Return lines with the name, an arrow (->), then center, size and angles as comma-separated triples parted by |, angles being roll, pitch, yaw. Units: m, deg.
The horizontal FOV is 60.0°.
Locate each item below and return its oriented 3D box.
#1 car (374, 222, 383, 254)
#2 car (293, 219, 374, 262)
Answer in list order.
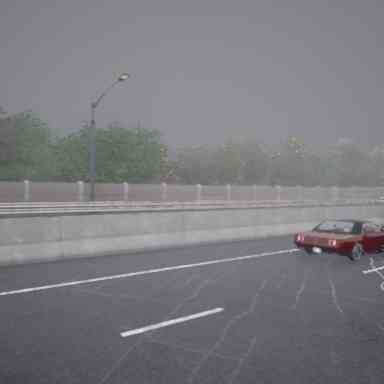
car -> 7.612, 1.273, 9.157 | 5.566, 2.045, 2.150 | 0, 0, -34
car -> 5.993, 1.652, 12.289 | 4.718, 1.301, 1.895 | 0, 0, -34
